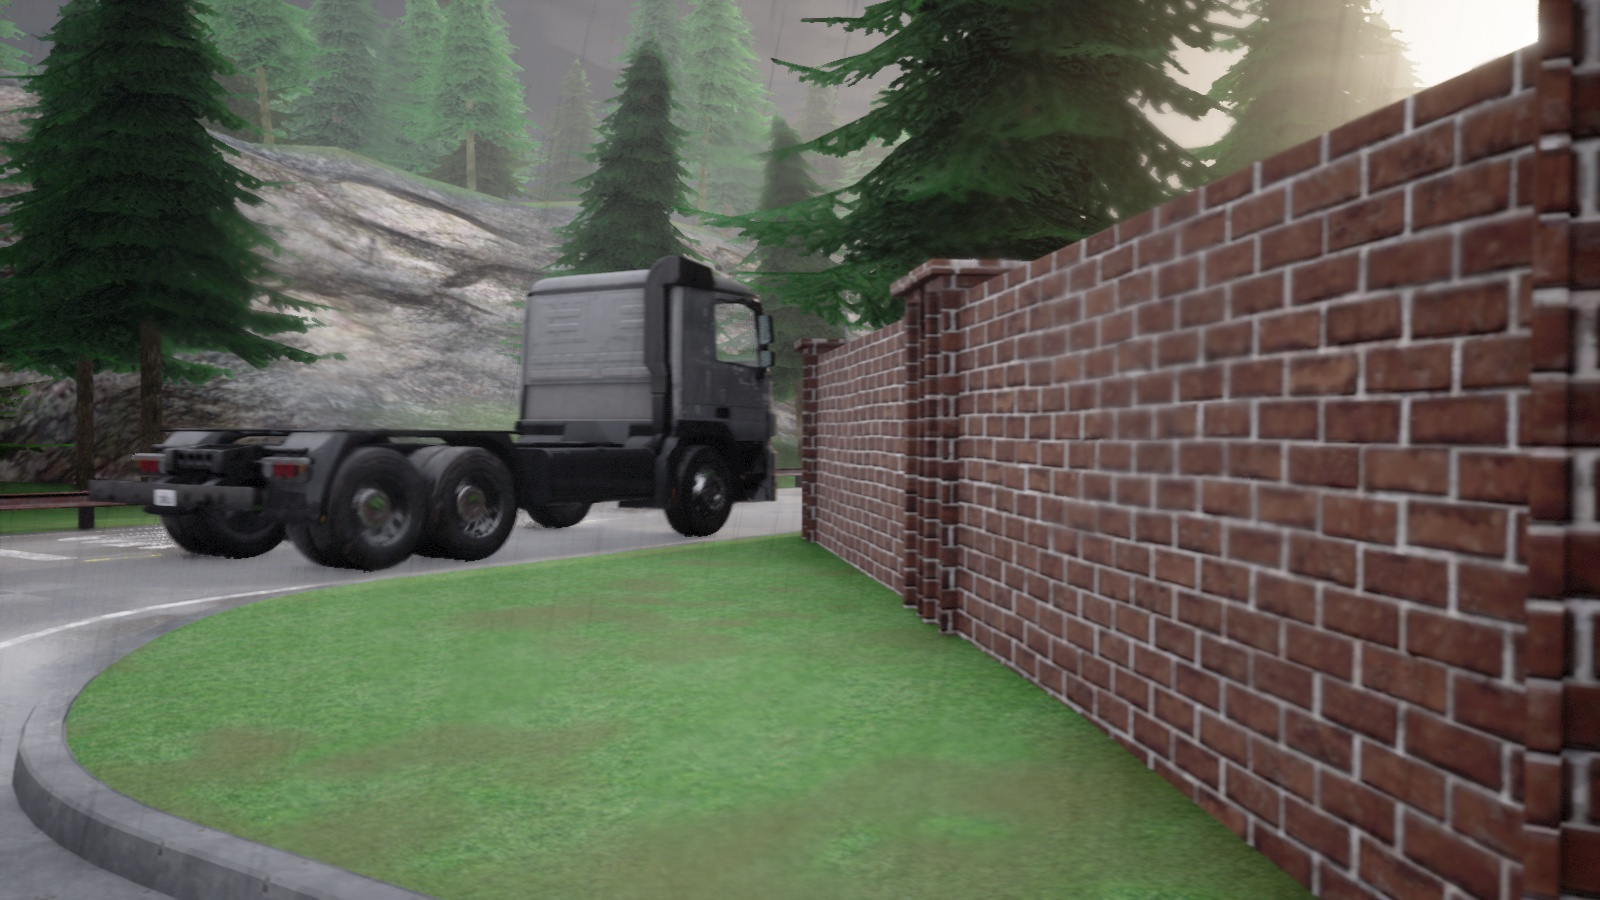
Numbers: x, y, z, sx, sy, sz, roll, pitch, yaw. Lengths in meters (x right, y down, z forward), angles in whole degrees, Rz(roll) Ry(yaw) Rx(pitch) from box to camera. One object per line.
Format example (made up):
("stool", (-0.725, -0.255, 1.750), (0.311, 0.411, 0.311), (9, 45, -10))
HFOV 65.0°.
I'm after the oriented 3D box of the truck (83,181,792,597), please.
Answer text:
("truck", (-3.481, -0.570, 14.590), (2.891, 3.462, 7.936), (0, 1, 33))
